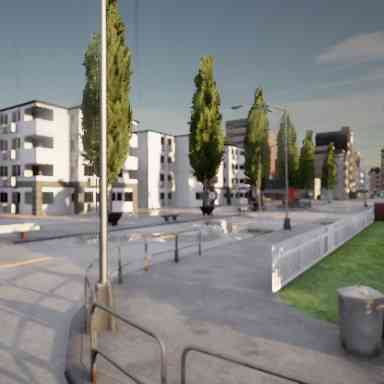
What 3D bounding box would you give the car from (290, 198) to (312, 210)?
[{"bbox_3d":[14.609,1.616,44.339,1.837,1.490,4.892,0,0,34],"label":"car"}]
